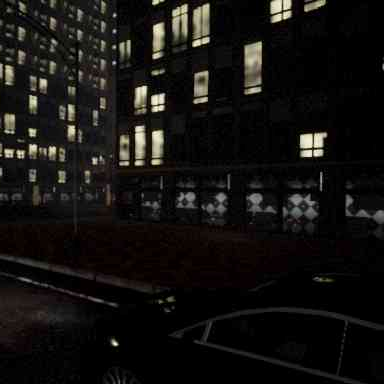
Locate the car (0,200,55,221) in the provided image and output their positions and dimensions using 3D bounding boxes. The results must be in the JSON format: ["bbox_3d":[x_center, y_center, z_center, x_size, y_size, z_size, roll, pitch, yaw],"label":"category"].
[{"bbox_3d":[-15.458,1.653,30.460,2.192,1.841,5.009,0,0,36],"label":"car"}]

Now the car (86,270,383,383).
[{"bbox_3d":[1.103,1.495,2.894,4.902,1.511,2.128,0,0,35],"label":"car"}]

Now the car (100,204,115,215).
[{"bbox_3d":[-8.660,1.962,39.671,1.752,1.417,4.829,0,0,36],"label":"car"}]

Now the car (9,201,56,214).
[{"bbox_3d":[-18.956,1.813,39.834,1.752,1.417,4.829,0,0,36],"label":"car"}]
